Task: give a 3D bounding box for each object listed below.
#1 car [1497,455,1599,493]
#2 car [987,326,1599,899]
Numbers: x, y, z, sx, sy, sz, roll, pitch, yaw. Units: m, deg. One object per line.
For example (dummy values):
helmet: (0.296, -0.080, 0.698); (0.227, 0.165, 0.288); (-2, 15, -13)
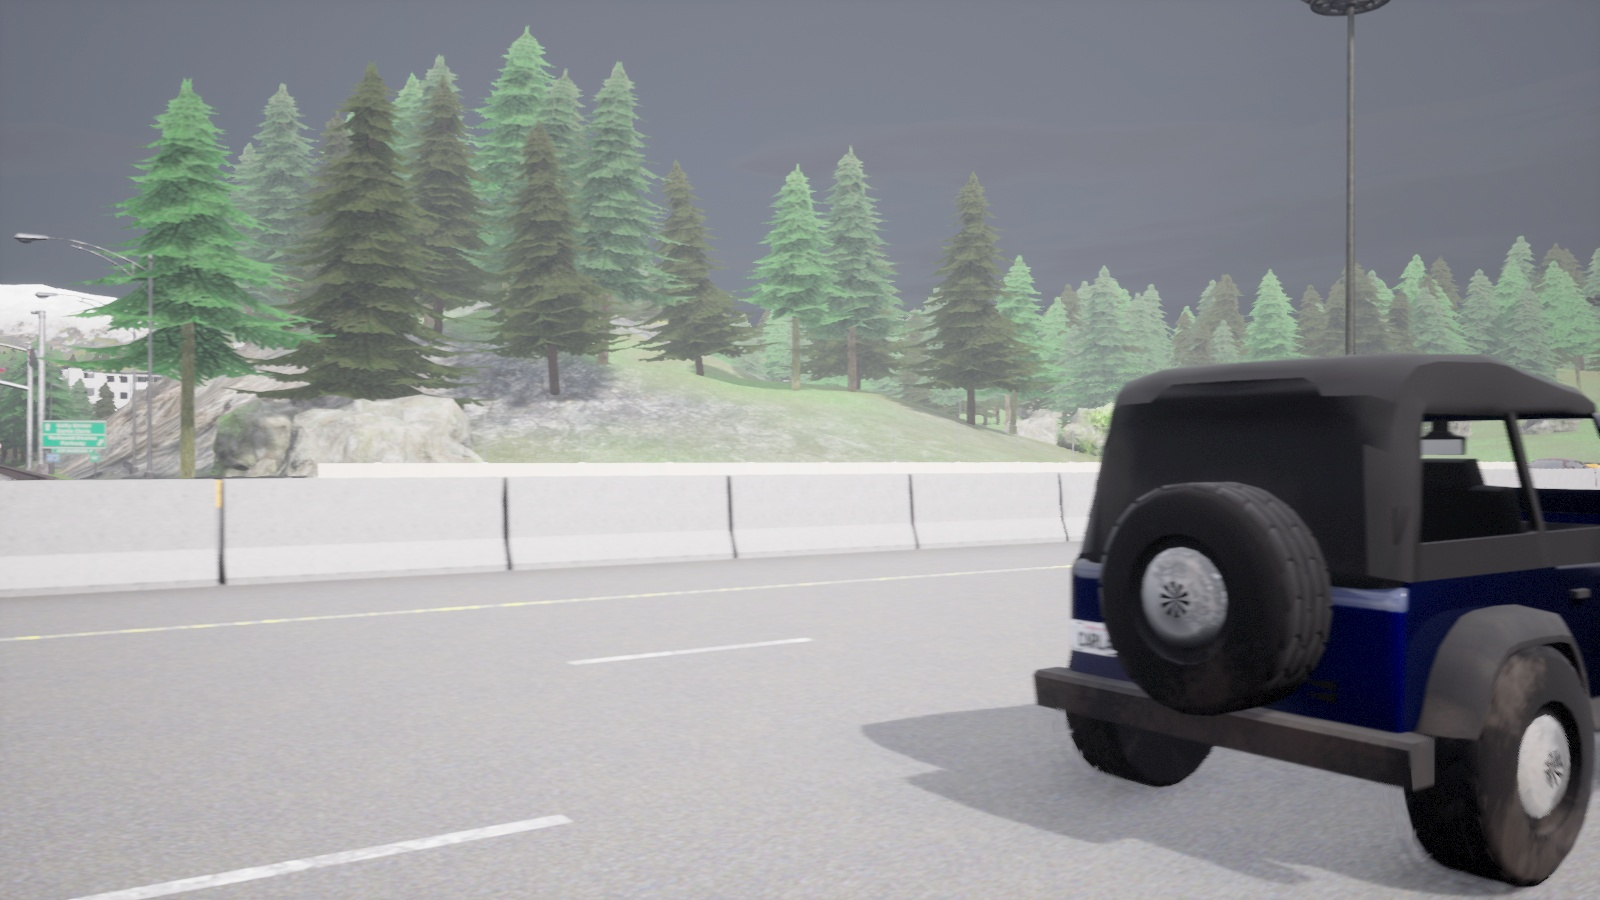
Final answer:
car: (29.905, 0.913, 50.057); (4.674, 1.442, 1.812); (0, 0, -35)
car: (2.936, 0.558, 5.703); (3.866, 1.878, 1.905); (0, 0, -35)
